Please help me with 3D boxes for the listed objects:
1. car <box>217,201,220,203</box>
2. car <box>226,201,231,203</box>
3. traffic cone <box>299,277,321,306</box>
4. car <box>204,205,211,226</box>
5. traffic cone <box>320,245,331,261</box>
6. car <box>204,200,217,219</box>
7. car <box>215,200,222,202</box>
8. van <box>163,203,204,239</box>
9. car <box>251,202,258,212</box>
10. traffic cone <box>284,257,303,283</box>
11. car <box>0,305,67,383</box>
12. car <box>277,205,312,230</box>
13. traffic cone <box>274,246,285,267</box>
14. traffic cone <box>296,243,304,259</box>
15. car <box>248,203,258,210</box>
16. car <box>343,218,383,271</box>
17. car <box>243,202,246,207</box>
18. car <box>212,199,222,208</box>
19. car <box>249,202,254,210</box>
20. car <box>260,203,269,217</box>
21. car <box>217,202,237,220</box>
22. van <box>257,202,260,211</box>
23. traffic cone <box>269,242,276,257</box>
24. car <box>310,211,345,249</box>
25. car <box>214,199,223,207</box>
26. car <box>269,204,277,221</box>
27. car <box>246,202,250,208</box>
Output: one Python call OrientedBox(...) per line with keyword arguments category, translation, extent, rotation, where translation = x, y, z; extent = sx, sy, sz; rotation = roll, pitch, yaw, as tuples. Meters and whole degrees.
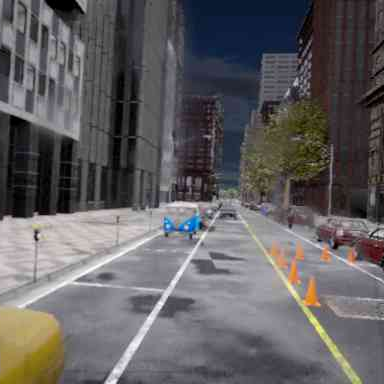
OrientedBox(category="car", translation=(3.037, 2.442, 52.172), extent=(1.802, 1.307, 4.206), rotation=(3, -1, 6))
OrientedBox(category="car", translation=(10.156, 3.389, 93.889), extent=(2.128, 1.511, 4.902), rotation=(3, -1, 6))
OrientedBox(category="traffic cone", translation=(2.665, 2.184, 7.411), extent=(0.340, 0.580, 0.340), rotation=(3, -1, 6))
OrientedBox(category="car", translation=(0.055, 1.873, 24.141), extent=(1.947, 1.339, 4.313), rotation=(3, -1, 6))
OrientedBox(category="traffic cone", translation=(5.287, 2.393, 13.163), extent=(0.340, 0.580, 0.340), rotation=(3, -1, 6))
OrientedBox(category="car", translation=(1.255, 1.967, 35.355), extent=(1.967, 1.590, 4.097), rotation=(3, -1, 6))
OrientedBox(category="car", translation=(4.214, 2.610, 63.216), extent=(1.752, 1.417, 4.829), rotation=(3, -1, 6))
OrientedBox(category="van", translation=(-0.529, 1.543, 18.537), extent=(1.690, 1.788, 3.998), rotation=(3, -1, 6))
OrientedBox(category="car", translation=(12.693, 3.102, 62.465), extent=(1.802, 1.307, 4.206), rotation=(3, -1, 6))
OrientedBox(category="traffic cone", translation=(2.877, 2.220, 9.399), extent=(0.340, 0.580, 0.340), rotation=(3, -1, 6))
OrientedBox(category="car", translation=(-2.352, 1.422, 1.510), extent=(1.752, 1.417, 4.829), rotation=(3, 0, 7))
OrientedBox(category="car", translation=(9.129, 2.164, 28.828), extent=(2.192, 1.841, 5.009), rotation=(3, -1, 6))
OrientedBox(category="traffic cone", translation=(3.089, 2.256, 11.388), extent=(0.340, 0.580, 0.340), rotation=(3, -1, 6))
OrientedBox(category="traffic cone", translation=(4.294, 2.343, 13.270), extent=(0.340, 0.580, 0.340), rotation=(3, -1, 6))
OrientedBox(category="car", translation=(14.483, 3.431, 79.284), extent=(1.887, 1.381, 4.507), rotation=(3, -1, 6))
OrientedBox(category="car", translation=(7.333, 1.970, 12.006), extent=(1.967, 1.590, 4.097), rotation=(3, -1, 6))
OrientedBox(category="car", translation=(15.673, 3.698, 90.497), extent=(1.947, 1.339, 4.313), rotation=(3, -1, 6))
OrientedBox(category="car", translation=(6.030, 2.769, 80.206), extent=(2.192, 1.841, 5.009), rotation=(3, -1, 6))
OrientedBox(category="car", translation=(13.289, 3.206, 68.070), extent=(1.947, 1.339, 4.313), rotation=(3, -1, 6))
OrientedBox(category="car", translation=(10.912, 2.621, 45.646), extent=(1.967, 1.590, 4.097), rotation=(3, -1, 6))
OrientedBox(category="car", translation=(4.085, 2.252, 37.373), extent=(2.033, 1.411, 5.357), rotation=(3, -1, 7))
OrientedBox(category="van", translation=(11.514, 2.634, 51.254), extent=(1.690, 1.788, 3.998), rotation=(3, -1, 6))
OrientedBox(category="traffic cone", translation=(3.301, 2.292, 13.376), extent=(0.340, 0.580, 0.340), rotation=(3, -1, 6))
OrientedBox(category="car", translation=(7.930, 2.074, 17.611), extent=(1.967, 1.590, 4.097), rotation=(3, -1, 6))
OrientedBox(category="car", translation=(7.221, 3.015, 91.417), extent=(2.192, 1.841, 5.009), rotation=(3, -1, 6))
OrientedBox(category="car", translation=(9.726, 2.274, 34.434), extent=(2.192, 1.841, 5.009), rotation=(3, -1, 6))
OrientedBox(category="car", translation=(13.899, 3.079, 73.681), extent=(2.192, 1.841, 5.009), rotation=(3, -1, 6))
